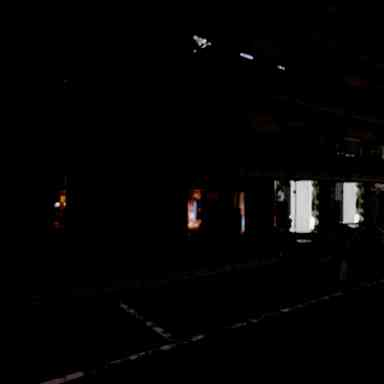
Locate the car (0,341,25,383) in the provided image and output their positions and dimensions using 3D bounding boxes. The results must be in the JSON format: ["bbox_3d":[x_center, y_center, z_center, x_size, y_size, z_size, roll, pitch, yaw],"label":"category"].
[{"bbox_3d":[-3.358,1.536,0.983,5.357,1.411,2.033,0,0,-35],"label":"car"}]

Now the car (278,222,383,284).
[{"bbox_3d":[4.346,1.595,9.654,4.403,1.369,2.008,0,0,-35],"label":"car"}]
